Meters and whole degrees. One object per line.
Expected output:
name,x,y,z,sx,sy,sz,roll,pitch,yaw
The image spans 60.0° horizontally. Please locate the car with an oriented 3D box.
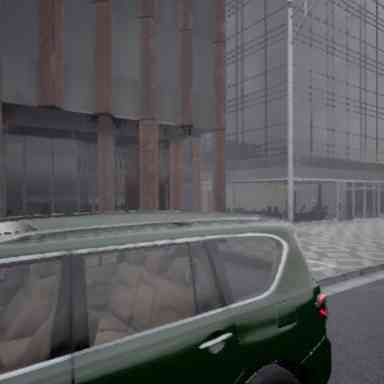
car,-1.266,1.224,2.466,5.566,2.045,2.150,0,0,-35
